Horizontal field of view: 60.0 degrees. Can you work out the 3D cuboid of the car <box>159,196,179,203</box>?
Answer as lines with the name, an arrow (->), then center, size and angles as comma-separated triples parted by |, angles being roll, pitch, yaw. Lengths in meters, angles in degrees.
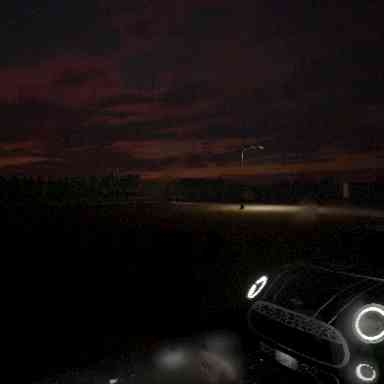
car -> -4.121, 1.280, 60.298 | 1.895, 1.301, 4.718 | -1, 1, -35

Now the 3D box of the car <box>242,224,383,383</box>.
car -> 2.914, 1.344, 5.143 | 4.553, 1.767, 2.097 | 0, 0, -35
